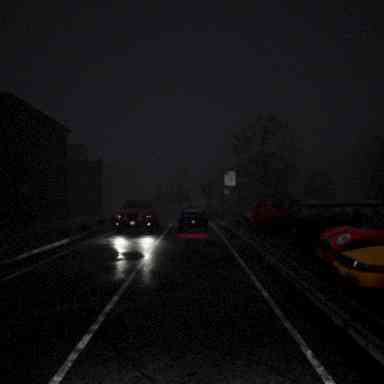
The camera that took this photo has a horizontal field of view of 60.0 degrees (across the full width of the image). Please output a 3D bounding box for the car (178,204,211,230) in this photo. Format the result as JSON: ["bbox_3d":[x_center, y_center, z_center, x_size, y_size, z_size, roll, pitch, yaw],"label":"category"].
[{"bbox_3d":[0.083,1.742,23.005,1.882,1.535,5.008,0,-1,0],"label":"car"}]

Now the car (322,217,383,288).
[{"bbox_3d":[6.123,1.492,7.677,5.366,1.575,1.946,0,0,0],"label":"car"}]

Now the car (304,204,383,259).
[{"bbox_3d":[6.322,1.391,10.597,4.553,1.767,2.185,0,0,0],"label":"car"}]

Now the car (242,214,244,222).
[{"bbox_3d":[6.203,1.700,22.739,5.008,1.535,2.097,0,-1,-1],"label":"car"}]

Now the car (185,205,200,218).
[{"bbox_3d":[0.054,2.435,41.639,1.837,1.490,4.892,0,-3,0],"label":"car"}]

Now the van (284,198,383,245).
[{"bbox_3d":[6.388,1.325,13.636,4.442,1.987,1.878,0,-1,0],"label":"van"}]

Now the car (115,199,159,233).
[{"bbox_3d":[-3.364,1.449,21.509,2.150,2.045,5.566,0,-1,0],"label":"car"}]

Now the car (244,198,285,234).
[{"bbox_3d":[6.257,1.390,19.828,5.566,2.045,2.435,0,-1,0],"label":"car"}]
